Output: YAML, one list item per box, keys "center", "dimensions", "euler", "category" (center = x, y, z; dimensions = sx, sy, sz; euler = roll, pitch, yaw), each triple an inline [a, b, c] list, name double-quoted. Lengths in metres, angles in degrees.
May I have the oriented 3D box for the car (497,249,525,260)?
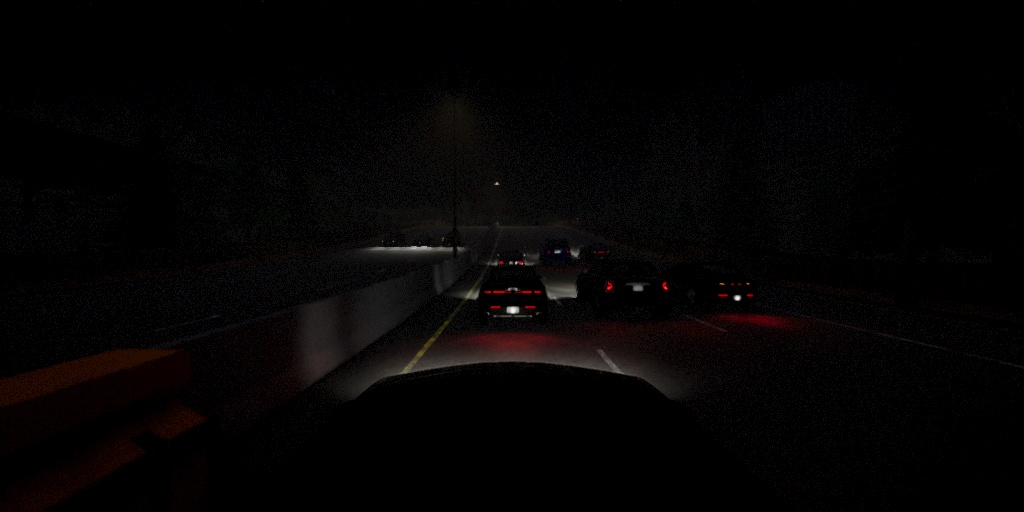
- center: [-0.057, 0.249, 24.976]
  dimensions: [2.033, 1.411, 5.357]
  euler: [0, 5, 0]
  category: "car"

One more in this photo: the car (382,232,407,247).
- center: [-14.315, -2.065, 43.855]
  dimensions: [1.837, 1.490, 4.892]
  euler: [0, 8, 0]
  category: "car"

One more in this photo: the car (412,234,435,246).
- center: [-10.816, -2.016, 43.954]
  dimensions: [1.994, 1.385, 4.181]
  euler: [0, 8, 0]
  category: "car"

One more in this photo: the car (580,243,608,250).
- center: [6.936, -0.317, 30.292]
  dimensions: [2.128, 1.511, 4.902]
  euler: [0, 6, 0]
  category: "car"

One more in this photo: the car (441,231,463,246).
- center: [-7.316, -2.224, 43.929]
  dimensions: [2.097, 1.767, 4.553]
  euler: [0, 8, 0]
  category: "car"

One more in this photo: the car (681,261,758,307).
- center: [7.025, 0.941, 13.582]
  dimensions: [1.837, 1.490, 4.892]
  euler: [0, 3, 0]
  category: "car"

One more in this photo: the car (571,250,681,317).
- center: [3.525, 0.842, 12.134]
  dimensions: [2.097, 1.767, 4.553]
  euler: [0, 2, 0]
  category: "car"

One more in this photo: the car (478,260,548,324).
- center: [0.025, 1.028, 11.055]
  dimensions: [1.837, 1.490, 4.892]
  euler: [0, 1, 0]
  category: "car"

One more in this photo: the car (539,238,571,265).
- center: [3.442, -0.476, 29.206]
  dimensions: [2.150, 2.045, 5.566]
  euler: [0, 6, 0]
  category: "car"
